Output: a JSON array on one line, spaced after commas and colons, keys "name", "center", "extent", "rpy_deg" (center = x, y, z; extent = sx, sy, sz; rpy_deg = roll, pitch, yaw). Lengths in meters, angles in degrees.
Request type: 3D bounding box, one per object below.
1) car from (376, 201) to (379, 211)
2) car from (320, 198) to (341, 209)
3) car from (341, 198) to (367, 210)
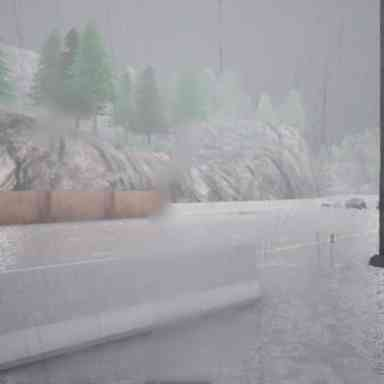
[{"name": "car", "center": [24.611, 1.561, 42.029], "extent": [1.837, 1.490, 4.892], "rpy_deg": [0, 0, 39]}, {"name": "car", "center": [19.805, 1.601, 47.187], "extent": [1.812, 1.442, 4.674], "rpy_deg": [0, 0, 39]}, {"name": "car", "center": [21.696, 1.569, 43.992], "extent": [1.837, 1.490, 4.892], "rpy_deg": [0, 0, 39]}]
